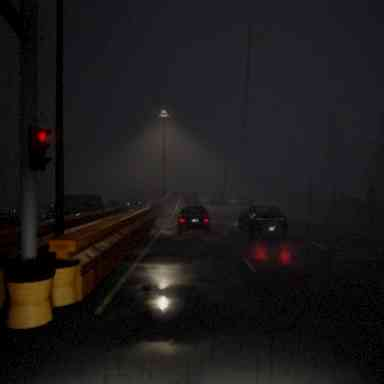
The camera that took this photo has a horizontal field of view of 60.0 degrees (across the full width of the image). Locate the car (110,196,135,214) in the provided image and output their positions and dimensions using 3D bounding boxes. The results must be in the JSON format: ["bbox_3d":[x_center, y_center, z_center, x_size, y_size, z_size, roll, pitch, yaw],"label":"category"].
[{"bbox_3d":[-7.061,1.443,31.160,2.033,1.411,5.357,0,1,0],"label":"car"}]

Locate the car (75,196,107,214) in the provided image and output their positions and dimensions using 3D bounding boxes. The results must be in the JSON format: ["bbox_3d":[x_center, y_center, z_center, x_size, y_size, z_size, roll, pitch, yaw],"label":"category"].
[{"bbox_3d":[-10.550,1.274,35.054,1.882,1.535,5.008,0,2,0],"label":"car"}]

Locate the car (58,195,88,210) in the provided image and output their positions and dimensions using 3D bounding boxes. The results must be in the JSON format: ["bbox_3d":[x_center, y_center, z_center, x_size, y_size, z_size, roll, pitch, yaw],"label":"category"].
[{"bbox_3d":[-14.074,1.209,39.566,1.895,1.301,4.718,0,3,0],"label":"car"}]

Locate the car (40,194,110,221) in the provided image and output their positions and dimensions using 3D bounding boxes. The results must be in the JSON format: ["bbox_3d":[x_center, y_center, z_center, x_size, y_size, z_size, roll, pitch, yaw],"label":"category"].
[{"bbox_3d":[-7.084,1.176,20.921,2.150,2.045,5.566,0,0,0],"label":"car"}]

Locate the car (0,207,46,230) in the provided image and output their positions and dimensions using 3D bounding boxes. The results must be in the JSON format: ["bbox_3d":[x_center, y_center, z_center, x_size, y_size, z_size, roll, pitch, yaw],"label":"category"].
[{"bbox_3d":[-7.062,1.468,11.069,2.128,1.511,4.902,0,0,-1],"label":"car"}]

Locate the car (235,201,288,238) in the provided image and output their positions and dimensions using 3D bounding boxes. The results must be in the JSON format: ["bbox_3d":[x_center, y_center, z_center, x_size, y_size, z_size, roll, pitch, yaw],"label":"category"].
[{"bbox_3d":[3.607,1.454,17.471,2.128,1.511,4.902,0,0,0],"label":"car"}]

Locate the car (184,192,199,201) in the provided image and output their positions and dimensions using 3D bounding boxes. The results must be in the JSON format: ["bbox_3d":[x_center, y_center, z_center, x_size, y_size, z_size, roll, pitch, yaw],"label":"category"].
[{"bbox_3d":[-0.085,0.763,45.358,1.837,1.490,4.892,0,5,0],"label":"car"}]

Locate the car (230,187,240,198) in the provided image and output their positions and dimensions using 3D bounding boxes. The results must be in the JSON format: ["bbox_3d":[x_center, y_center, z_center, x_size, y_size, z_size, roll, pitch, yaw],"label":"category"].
[{"bbox_3d":[6.855,0.031,53.611,1.837,1.490,4.892,0,6,0],"label":"car"}]

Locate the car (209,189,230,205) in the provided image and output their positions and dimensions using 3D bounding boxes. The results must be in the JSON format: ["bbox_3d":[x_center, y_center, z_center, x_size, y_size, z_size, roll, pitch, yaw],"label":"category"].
[{"bbox_3d":[3.411,0.655,44.685,2.097,1.767,4.553,0,4,0],"label":"car"}]

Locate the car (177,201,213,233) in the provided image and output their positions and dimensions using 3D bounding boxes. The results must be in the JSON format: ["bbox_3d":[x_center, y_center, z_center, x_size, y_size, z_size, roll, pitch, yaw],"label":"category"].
[{"bbox_3d":[0.106,1.505,19.406,2.033,1.411,5.357,0,0,0],"label":"car"}]

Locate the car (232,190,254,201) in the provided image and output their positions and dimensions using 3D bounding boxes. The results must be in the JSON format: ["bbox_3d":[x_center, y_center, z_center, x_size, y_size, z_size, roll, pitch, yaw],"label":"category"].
[{"bbox_3d":[6.905,0.919,43.958,1.994,1.385,4.181,0,4,0],"label":"car"}]

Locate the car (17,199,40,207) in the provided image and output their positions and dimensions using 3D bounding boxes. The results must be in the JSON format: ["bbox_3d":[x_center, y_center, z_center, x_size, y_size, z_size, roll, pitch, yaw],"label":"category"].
[{"bbox_3d":[-10.581,1.494,24.799,2.033,1.411,5.357,0,0,0],"label":"car"}]

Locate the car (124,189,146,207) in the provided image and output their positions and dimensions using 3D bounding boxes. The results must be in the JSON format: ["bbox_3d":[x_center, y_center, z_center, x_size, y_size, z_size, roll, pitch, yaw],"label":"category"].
[{"bbox_3d":[-7.084,0.715,41.651,2.150,2.045,5.566,0,3,0],"label":"car"}]
